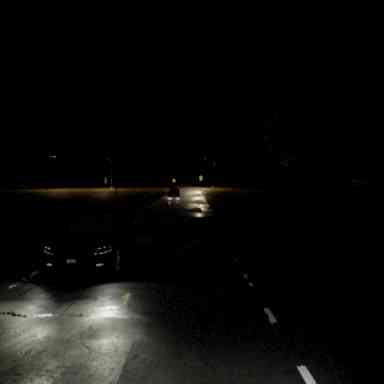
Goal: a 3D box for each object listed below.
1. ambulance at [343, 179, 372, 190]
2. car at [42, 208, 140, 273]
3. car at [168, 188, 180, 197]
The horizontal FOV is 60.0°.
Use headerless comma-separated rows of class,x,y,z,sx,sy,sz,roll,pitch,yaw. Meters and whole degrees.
ambulance,39.380,-1.779,79.021,6.366,2.431,2.351,0,1,0
car,-2.863,1.331,10.398,1.882,1.535,5.008,0,1,0
car,-2.821,0.038,53.014,2.033,1.411,5.357,0,3,0
